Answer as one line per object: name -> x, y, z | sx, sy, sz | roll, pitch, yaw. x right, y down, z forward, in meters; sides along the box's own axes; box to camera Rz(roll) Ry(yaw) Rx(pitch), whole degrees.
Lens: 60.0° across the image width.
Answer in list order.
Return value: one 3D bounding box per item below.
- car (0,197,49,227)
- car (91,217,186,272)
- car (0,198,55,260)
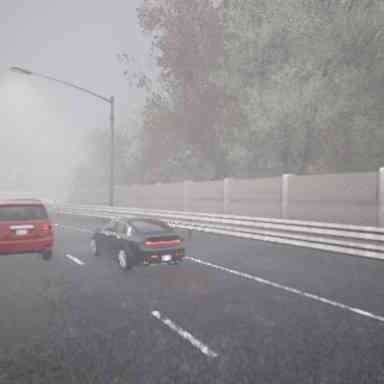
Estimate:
car -> -13.287, 1.462, 26.169 | 2.150, 2.045, 5.566 | 1, -1, -40
car -> -2.037, 1.630, 11.477 | 1.837, 1.490, 4.892 | 1, -1, -33
car -> -6.713, 1.334, 12.336 | 2.150, 2.045, 5.566 | 1, -1, -35
